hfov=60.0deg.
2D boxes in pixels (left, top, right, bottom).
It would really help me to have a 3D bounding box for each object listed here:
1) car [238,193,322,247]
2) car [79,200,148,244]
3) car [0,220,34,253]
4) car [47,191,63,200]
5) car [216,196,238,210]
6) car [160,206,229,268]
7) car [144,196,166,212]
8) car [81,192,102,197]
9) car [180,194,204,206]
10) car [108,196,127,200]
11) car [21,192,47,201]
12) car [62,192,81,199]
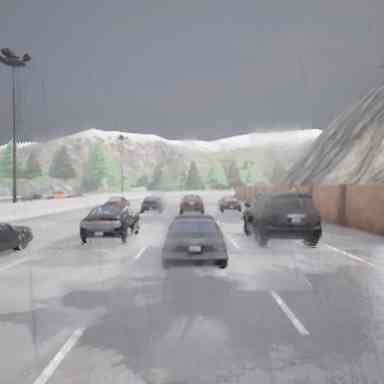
[{"bbox_3d":[3.552,1.031,14.028,2.150,2.045,5.566,0,1,0],"label":"car"},{"bbox_3d":[-3.451,1.309,14.723,2.128,1.511,4.902,0,1,0],"label":"car"},{"bbox_3d":[-6.934,1.431,10.232,2.033,1.411,5.357,0,1,0],"label":"car"},{"bbox_3d":[-24.660,0.633,60.552,2.097,1.767,4.553,0,1,2],"label":"car"},{"bbox_3d":[3.488,1.111,31.505,1.812,1.442,4.674,0,1,0],"label":"car"},{"bbox_3d":[0.065,1.409,10.680,2.033,1.411,5.357,0,1,0],"label":"car"},{"bbox_3d":[-3.509,1.120,30.498,1.837,1.490,4.892,0,1,0],"label":"car"},{"bbox_3d":[-17.672,0.753,59.674,1.882,1.535,5.008,0,1,2],"label":"car"},{"bbox_3d":[-0.009,0.964,30.082,2.097,1.767,4.553,0,1,0],"label":"car"},{"bbox_3d":[-7.013,1.136,31.548,1.812,1.442,4.674,0,1,0],"label":"car"},{"bbox_3d":[-28.244,0.815,58.709,2.128,1.511,4.902,0,1,1],"label":"car"},{"bbox_3d":[-21.163,0.803,60.101,1.812,1.442,4.674,0,1,2],"label":"car"}]
